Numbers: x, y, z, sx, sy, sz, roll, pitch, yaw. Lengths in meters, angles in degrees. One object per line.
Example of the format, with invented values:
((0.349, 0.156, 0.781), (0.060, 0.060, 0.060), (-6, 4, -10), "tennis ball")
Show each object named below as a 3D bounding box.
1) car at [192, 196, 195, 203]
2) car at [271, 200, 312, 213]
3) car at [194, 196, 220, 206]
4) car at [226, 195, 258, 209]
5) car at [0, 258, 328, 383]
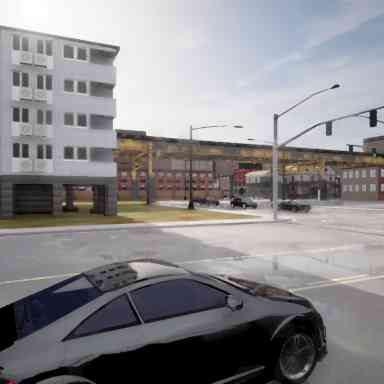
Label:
((0.775, 1.547, 65.799), (2.033, 1.411, 5.357), (0, 0, 3), "car")
((11.095, 1.601, 37.298), (1.895, 1.301, 4.718), (0, 0, -26), "car")
((2.735, 1.547, 55.310), (2.033, 1.411, 5.357), (0, 0, -21), "car")
((7.079, 1.505, 45.771), (1.837, 1.490, 4.892), (0, 0, -25), "car")
((-0.331, 1.564, 4.088), (4.181, 1.385, 1.994), (0, 0, -30), "car")
